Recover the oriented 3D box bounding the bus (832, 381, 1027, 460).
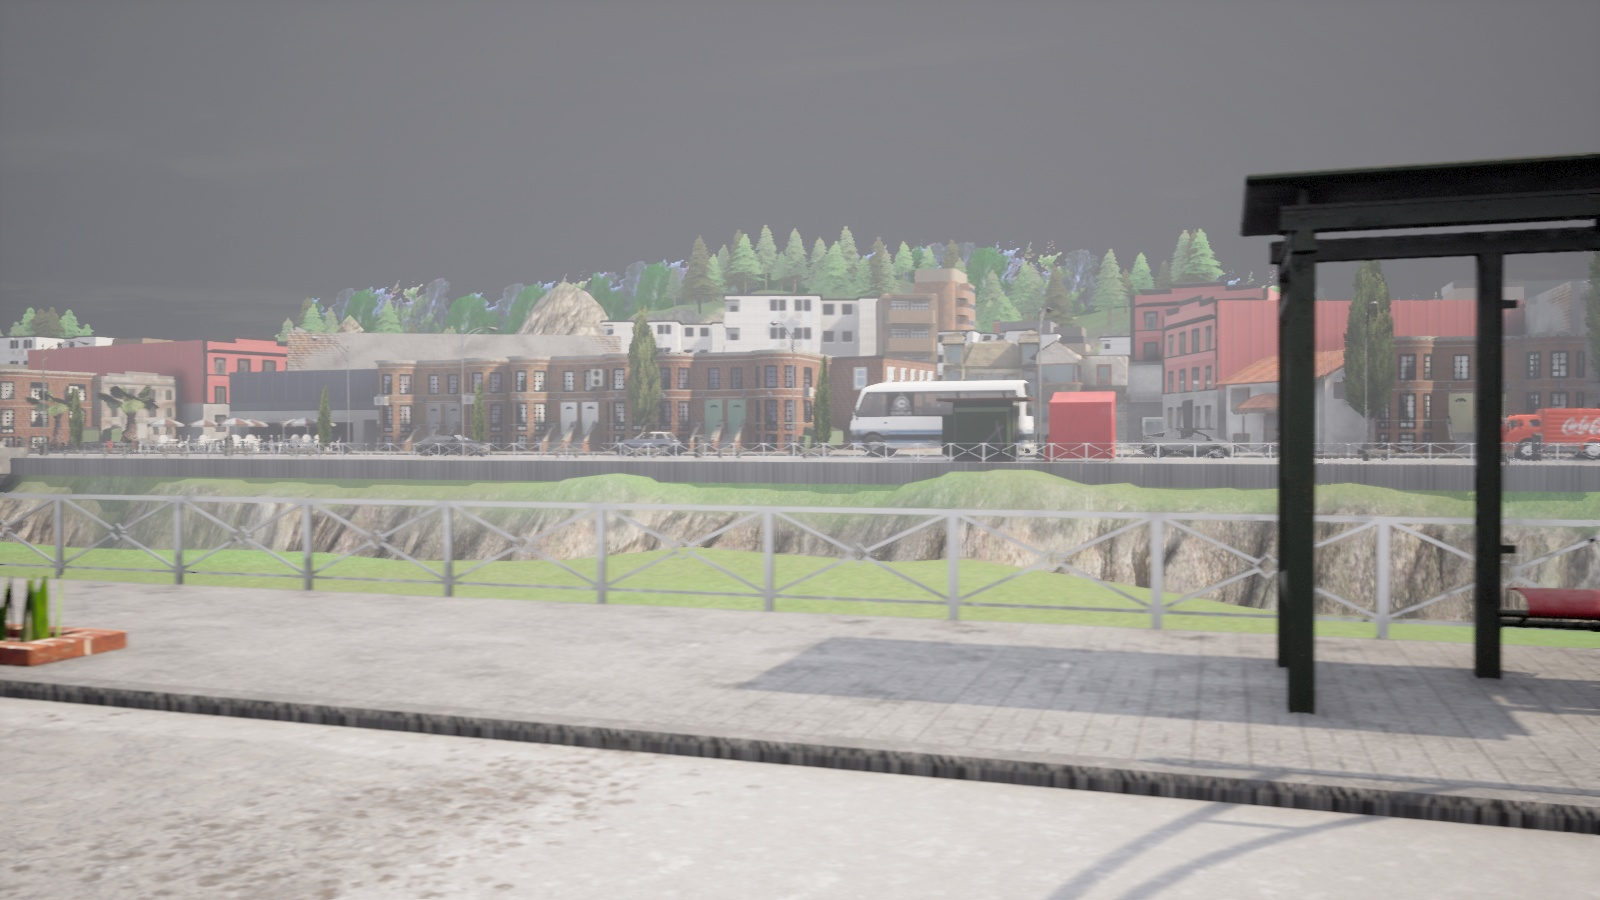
[{"bbox_3d":[7.276,-1.653,70.573,10.273,4.253,3.944,1,1,19],"label":"bus"}]

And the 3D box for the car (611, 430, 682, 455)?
[{"bbox_3d":[-9.317,-0.463,76.163,3.806,1.475,1.970,1,1,19],"label":"car"}]

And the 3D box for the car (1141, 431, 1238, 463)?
[{"bbox_3d":[19.312,-0.152,62.322,4.514,1.525,2.007,1,1,19],"label":"car"}]

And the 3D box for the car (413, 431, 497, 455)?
[{"bbox_3d":[-20.849,-0.440,75.821,4.674,1.442,1.812,1,1,19],"label":"car"}]
